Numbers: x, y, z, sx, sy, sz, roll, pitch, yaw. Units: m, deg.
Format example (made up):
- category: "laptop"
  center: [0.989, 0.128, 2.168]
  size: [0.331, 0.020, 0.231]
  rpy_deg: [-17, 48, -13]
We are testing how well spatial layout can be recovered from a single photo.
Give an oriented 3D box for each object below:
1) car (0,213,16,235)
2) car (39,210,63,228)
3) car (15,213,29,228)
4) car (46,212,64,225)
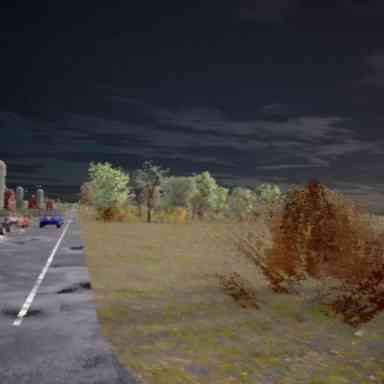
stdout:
- category: "car"
  center: [-16.725, 2.793, 28.414]
  size: [1.837, 1.490, 4.892]
  rpy_deg: [3, -4, -19]
- category: "car"
  center: [-16.769, 3.207, 39.510]
  size: [2.150, 2.045, 5.566]
  rpy_deg: [3, -4, -19]
- category: "car"
  center: [-20.029, 3.139, 37.981]
  size: [2.097, 1.767, 4.553]
  rpy_deg: [3, -4, -19]
- category: "car"
  center: [-20.303, 3.856, 49.485]
  size: [2.097, 1.767, 4.553]
  rpy_deg: [3, -4, -19]
